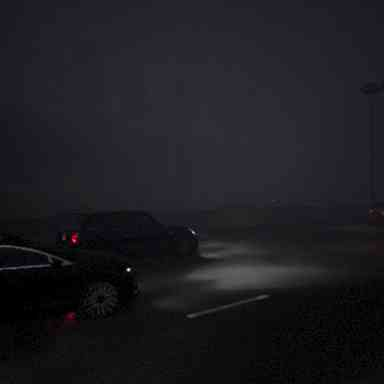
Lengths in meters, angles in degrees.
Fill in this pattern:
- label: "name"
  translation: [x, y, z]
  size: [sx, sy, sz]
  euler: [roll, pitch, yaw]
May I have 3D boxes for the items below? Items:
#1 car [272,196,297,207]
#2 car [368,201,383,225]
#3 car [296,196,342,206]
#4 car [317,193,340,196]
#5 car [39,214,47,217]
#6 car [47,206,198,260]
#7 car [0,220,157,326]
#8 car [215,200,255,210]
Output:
- label: "car"
  translation: [13.566, 1.296, 47.694]
  size: [4.553, 1.767, 2.097]
  euler: [0, 0, -34]
- label: "car"
  translation: [13.749, 1.318, 22.111]
  size: [4.553, 1.767, 2.097]
  euler: [0, 0, -35]
- label: "car"
  translation: [13.424, 1.481, 34.882]
  size: [4.674, 1.442, 1.812]
  euler: [0, 0, -34]
- label: "car"
  translation: [18.863, 1.164, 47.049]
  size: [5.566, 2.045, 2.150]
  euler: [0, 0, -34]
- label: "car"
  translation: [-7.202, 1.557, 20.349]
  size: [4.181, 1.385, 1.994]
  euler: [0, 0, -35]
- label: "car"
  translation: [-2.002, 1.346, 10.916]
  size: [4.553, 1.767, 2.097]
  euler: [0, 0, -36]
- label: "car"
  translation: [-3.314, 1.491, 5.682]
  size: [4.902, 1.511, 2.128]
  euler: [0, 0, -36]
- label: "car"
  translation: [4.285, 1.533, 32.803]
  size: [4.181, 1.385, 1.994]
  euler: [0, 0, -35]
